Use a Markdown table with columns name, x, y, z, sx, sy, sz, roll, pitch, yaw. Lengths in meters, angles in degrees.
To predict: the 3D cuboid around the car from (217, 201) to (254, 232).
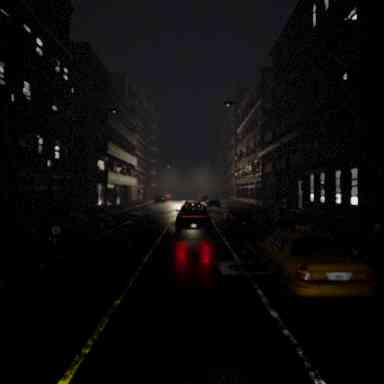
| name | x | y | z | sx | sy | sz | roll | pitch | yaw |
| --- | --- | --- | --- | --- | --- | --- | --- | --- | --- |
| car | 2.679 | 1.469 | 19.486 | 1.887 | 1.381 | 4.507 | 0 | 0 | 0 |

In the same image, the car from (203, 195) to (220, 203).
| name | x | y | z | sx | sy | sz | roll | pitch | yaw |
| --- | --- | --- | --- | --- | --- | --- | --- | --- | --- |
| car | 2.666 | 1.387 | 42.031 | 2.008 | 1.369 | 4.403 | 0 | 0 | 0 |

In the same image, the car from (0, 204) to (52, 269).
| name | x | y | z | sx | sy | sz | roll | pitch | yaw |
| --- | --- | --- | --- | --- | --- | --- | --- | --- | --- |
| car | -5.693 | 1.283 | 8.212 | 2.192 | 1.841 | 5.009 | 0 | 0 | 0 |

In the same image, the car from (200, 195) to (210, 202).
| name | x | y | z | sx | sy | sz | roll | pitch | yaw |
| --- | --- | --- | --- | --- | --- | --- | --- | --- | --- |
| car | 2.649 | 1.289 | 70.212 | 1.947 | 1.339 | 4.313 | 0 | 0 | 0 |

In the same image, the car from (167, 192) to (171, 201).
| name | x | y | z | sx | sy | sz | roll | pitch | yaw |
| --- | --- | --- | --- | --- | --- | --- | --- | --- | --- |
| car | -5.729 | 1.297 | 64.575 | 2.008 | 1.369 | 4.403 | 0 | 0 | 0 |

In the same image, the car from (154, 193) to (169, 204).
| name | x | y | z | sx | sy | sz | roll | pitch | yaw |
| --- | --- | --- | --- | --- | --- | --- | --- | --- | --- |
| car | -5.725 | 1.320 | 58.938 | 2.008 | 1.369 | 4.403 | 0 | 0 | 0 |

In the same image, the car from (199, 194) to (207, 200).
| name | x | y | z | sx | sy | sz | roll | pitch | yaw |
| --- | --- | --- | --- | --- | --- | --- | --- | --- | --- |
| car | 2.642 | 1.260 | 81.484 | 1.802 | 1.307 | 4.206 | 0 | 0 | 0 |

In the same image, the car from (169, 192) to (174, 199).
| name | x | y | z | sx | sy | sz | roll | pitch | yaw |
| --- | --- | --- | --- | --- | --- | --- | --- | --- | --- |
| car | -5.735 | 1.245 | 75.847 | 1.887 | 1.381 | 4.507 | 0 | 0 | 0 |

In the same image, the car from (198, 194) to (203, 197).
| name | x | y | z | sx | sy | sz | roll | pitch | yaw |
| --- | --- | --- | --- | --- | --- | --- | --- | --- | --- |
| car | 2.653 | 1.271 | 64.745 | 1.752 | 1.417 | 4.829 | 0 | 0 | 0 |

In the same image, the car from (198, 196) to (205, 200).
| name | x | y | z | sx | sy | sz | roll | pitch | yaw |
| --- | --- | --- | --- | --- | --- | --- | --- | --- | --- |
| car | 0.078 | 1.461 | 35.960 | 1.895 | 1.301 | 4.718 | 0 | 0 | 0 |

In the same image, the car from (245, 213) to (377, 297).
| name | x | y | z | sx | sy | sz | roll | pitch | yaw |
| --- | --- | --- | --- | --- | --- | --- | --- | --- | --- |
| car | 2.686 | 1.493 | 8.384 | 1.752 | 1.417 | 4.829 | 0 | 0 | 0 |

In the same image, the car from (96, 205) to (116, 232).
| name | x | y | z | sx | sy | sz | roll | pitch | yaw |
| --- | --- | --- | --- | --- | --- | --- | --- | --- | --- |
| car | -5.701 | 1.469 | 19.486 | 1.887 | 1.381 | 4.507 | 0 | 0 | 0 |

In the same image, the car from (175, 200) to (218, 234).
| name | x | y | z | sx | sy | sz | roll | pitch | yaw |
| --- | --- | --- | --- | --- | --- | --- | --- | --- | --- |
| car | 0.088 | 1.419 | 18.632 | 2.128 | 1.511 | 4.902 | 0 | 0 | 0 |

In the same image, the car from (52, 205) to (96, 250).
| name | x | y | z | sx | sy | sz | roll | pitch | yaw |
| --- | --- | --- | --- | --- | --- | --- | --- | --- | --- |
| car | -5.698 | 1.386 | 13.848 | 1.967 | 1.590 | 4.097 | 0 | 0 | 0 |
